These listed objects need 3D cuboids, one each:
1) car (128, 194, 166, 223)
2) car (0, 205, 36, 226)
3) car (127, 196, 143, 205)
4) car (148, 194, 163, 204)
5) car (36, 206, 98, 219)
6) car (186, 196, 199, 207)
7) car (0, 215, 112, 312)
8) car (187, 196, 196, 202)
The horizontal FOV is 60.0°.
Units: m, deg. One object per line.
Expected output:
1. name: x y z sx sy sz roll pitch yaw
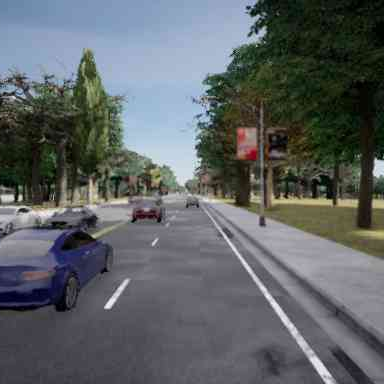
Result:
1. car: -3.146 1.270 25.142 2.097 1.767 4.553 0 0 0
2. car: -9.844 1.463 17.929 1.812 1.442 4.674 0 0 0
3. car: -9.791 1.410 57.533 1.812 1.442 4.674 0 0 1
4. car: -6.533 1.236 60.273 2.097 1.767 4.553 0 0 0
5. car: -6.596 1.499 18.514 1.994 1.385 4.181 0 0 0
6. car: 0.108 1.432 48.464 2.033 1.411 5.357 0 0 0
7. car: -3.150 1.495 7.518 1.812 1.442 4.674 0 0 0
8. car: -0.037 1.490 73.000 1.895 1.301 4.718 0 0 0
